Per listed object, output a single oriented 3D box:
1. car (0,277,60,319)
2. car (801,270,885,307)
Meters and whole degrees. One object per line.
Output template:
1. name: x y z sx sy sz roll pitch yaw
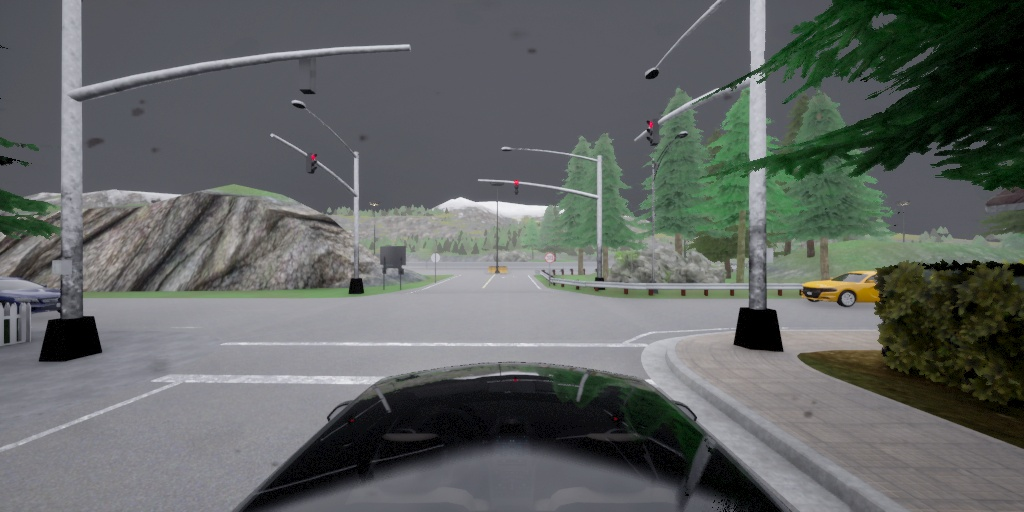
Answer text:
1. car: -18.279 1.467 12.689 4.674 1.442 1.812 0 0 0
2. car: 15.954 1.419 16.204 5.008 1.535 1.882 0 0 0
